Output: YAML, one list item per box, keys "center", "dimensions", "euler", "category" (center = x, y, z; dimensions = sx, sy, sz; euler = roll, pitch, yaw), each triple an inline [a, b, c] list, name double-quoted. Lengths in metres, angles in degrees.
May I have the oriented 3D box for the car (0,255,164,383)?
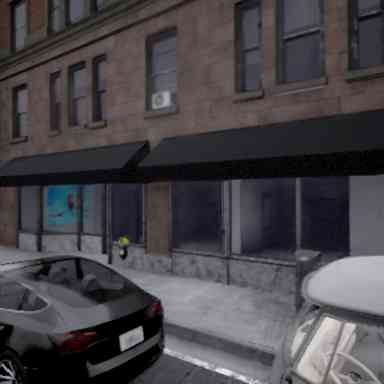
- center: [-2.330, 1.606, 4.746]
  dimensions: [4.313, 1.339, 1.947]
  euler: [-1, 0, 36]
  category: "car"

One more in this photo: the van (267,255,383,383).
- center: [2.271, 1.331, 1.454]
  dimensions: [3.998, 1.788, 1.690]
  euler: [-1, 0, 36]
  category: "van"
